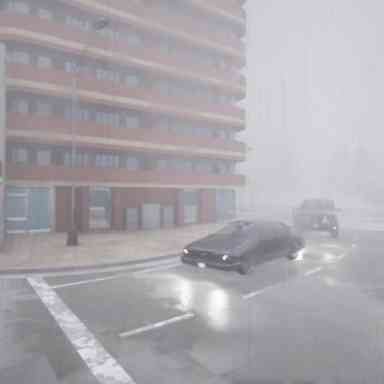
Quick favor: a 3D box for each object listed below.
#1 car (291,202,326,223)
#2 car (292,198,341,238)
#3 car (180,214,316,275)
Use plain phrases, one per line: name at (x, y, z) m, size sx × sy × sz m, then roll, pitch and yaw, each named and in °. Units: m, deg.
car at (10.244, 1.759, 29.585) m, size 1.882 × 1.535 × 5.008 m, roll 0°, pitch 0°, yaw 6°
car at (7.497, 1.409, 19.676) m, size 2.150 × 2.045 × 5.566 m, roll 0°, pitch -1°, yaw 24°
car at (2.012, 1.639, 11.086) m, size 2.033 × 1.411 × 5.357 m, roll 0°, pitch -1°, yaw 41°
